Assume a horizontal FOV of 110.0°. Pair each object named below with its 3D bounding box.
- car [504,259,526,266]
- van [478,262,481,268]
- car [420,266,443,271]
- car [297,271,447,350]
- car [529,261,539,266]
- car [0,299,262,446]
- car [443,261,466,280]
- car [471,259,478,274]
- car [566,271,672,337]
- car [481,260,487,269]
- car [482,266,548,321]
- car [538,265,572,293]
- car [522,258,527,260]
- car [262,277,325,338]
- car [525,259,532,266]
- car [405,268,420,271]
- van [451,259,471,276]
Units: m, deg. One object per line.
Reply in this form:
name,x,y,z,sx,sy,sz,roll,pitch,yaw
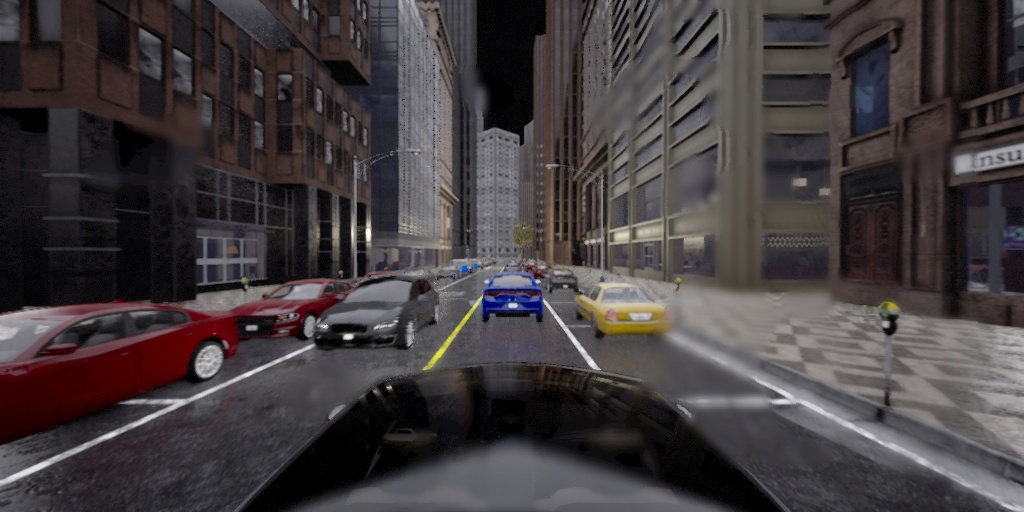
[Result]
car,0.090,1.412,39.361,2.128,1.511,4.902,0,0,0
van,-5.681,1.300,49.443,1.690,1.789,3.998,0,0,0
car,-5.674,1.393,21.319,2.007,1.370,4.403,0,0,0
car,-3.101,1.292,9.226,1.837,1.490,4.892,0,0,0
car,2.848,1.437,32.575,1.888,1.381,4.507,0,0,0
car,-5.670,1.309,4.445,1.888,1.381,4.507,0,0,0
car,-5.677,1.442,32.569,2.007,1.370,4.403,0,0,0
car,-5.680,1.378,43.819,1.967,1.591,4.097,0,0,0
car,2.855,1.316,10.248,1.751,1.417,4.829,0,0,0
car,-5.684,1.582,60.692,1.802,1.307,4.207,0,0,0
car,0.017,1.281,12.711,1.882,1.535,5.008,0,0,0
car,2.851,1.394,21.327,2.007,1.370,4.403,0,0,0
car,2.843,1.420,55.074,1.967,1.591,4.097,0,0,0
car,-5.671,1.336,10.070,1.888,1.381,4.507,0,0,0
car,2.844,1.505,49.449,1.888,1.381,4.507,0,0,0
car,-5.673,1.363,15.694,1.888,1.381,4.507,0,0,0
van,-5.679,1.256,38.193,1.690,1.789,3.998,0,0,0
